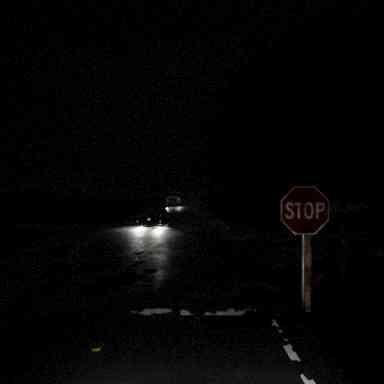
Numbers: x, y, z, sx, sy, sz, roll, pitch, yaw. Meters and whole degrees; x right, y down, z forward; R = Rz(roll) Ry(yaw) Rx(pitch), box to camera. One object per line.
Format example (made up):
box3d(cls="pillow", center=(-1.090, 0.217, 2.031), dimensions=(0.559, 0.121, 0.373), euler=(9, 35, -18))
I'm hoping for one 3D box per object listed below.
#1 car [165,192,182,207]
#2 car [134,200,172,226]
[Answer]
box3d(cls="car", center=(-2.642, 1.012, 48.624), dimensions=(2.150, 2.045, 5.566), euler=(0, 1, 0))
box3d(cls="car", center=(-2.699, 1.508, 22.832), dimensions=(1.994, 1.385, 4.181), euler=(0, 0, 0))
